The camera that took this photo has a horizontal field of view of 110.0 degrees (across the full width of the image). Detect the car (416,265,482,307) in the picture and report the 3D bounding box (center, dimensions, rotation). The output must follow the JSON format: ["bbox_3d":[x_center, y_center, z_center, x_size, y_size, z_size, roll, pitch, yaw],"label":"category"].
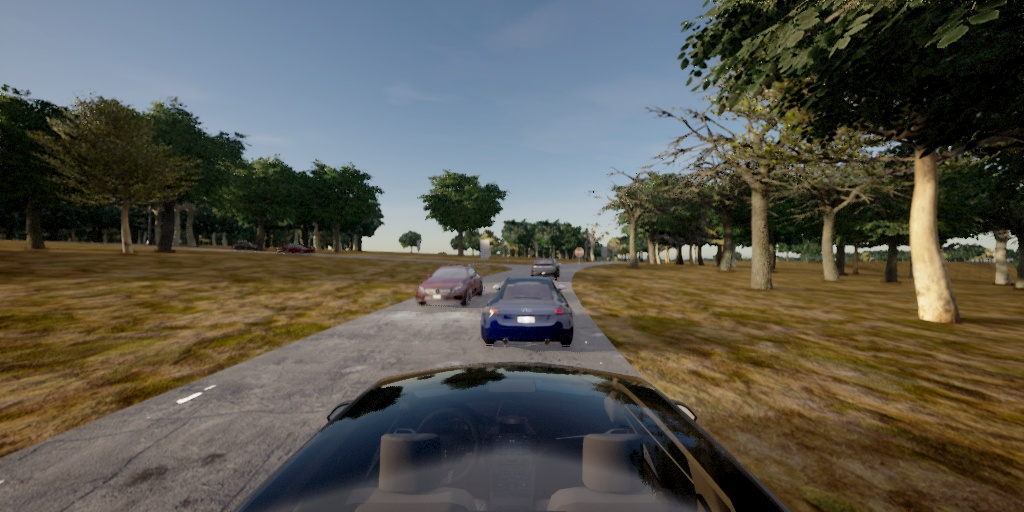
[{"bbox_3d":[-2.344,1.104,14.607,1.812,1.442,4.674,0,1,6],"label":"car"}]

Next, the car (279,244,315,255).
[{"bbox_3d":[-32.696,-0.893,55.000,4.718,1.301,1.895,3,0,16],"label":"car"}]

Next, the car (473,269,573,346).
[{"bbox_3d":[0.429,1.210,9.124,1.994,1.385,4.181,0,1,4],"label":"car"}]

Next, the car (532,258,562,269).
[{"bbox_3d":[2.542,0.906,26.227,2.128,1.511,4.902,0,1,10],"label":"car"}]
